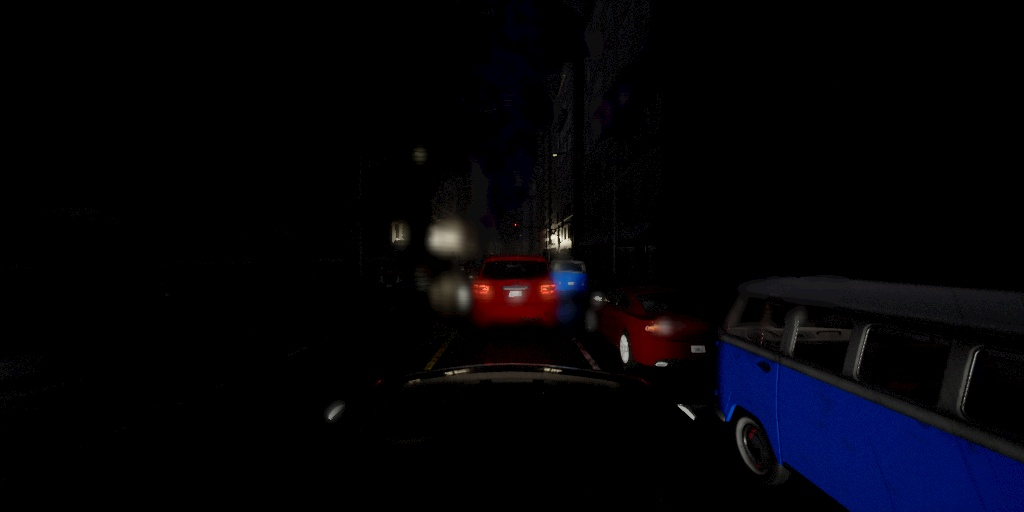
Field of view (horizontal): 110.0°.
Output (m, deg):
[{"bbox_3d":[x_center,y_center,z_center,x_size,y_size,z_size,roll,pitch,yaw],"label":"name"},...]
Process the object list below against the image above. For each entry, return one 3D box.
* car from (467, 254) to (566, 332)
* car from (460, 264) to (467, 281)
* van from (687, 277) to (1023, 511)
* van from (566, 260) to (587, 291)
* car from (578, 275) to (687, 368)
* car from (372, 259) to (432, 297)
[{"bbox_3d":[0.113,0.970,10.954,2.150,2.045,5.566,0,0,0],"label":"car"},{"bbox_3d":[-2.965,1.101,29.549,2.097,1.767,4.553,0,0,0],"label":"car"},{"bbox_3d":[2.856,1.091,2.072,1.690,1.789,3.998,0,0,0],"label":"van"},{"bbox_3d":[2.878,1.086,19.054,1.690,1.789,3.998,0,0,0],"label":"van"},{"bbox_3d":[2.863,1.294,7.733,1.888,1.381,4.507,0,0,0],"label":"car"},{"bbox_3d":[-5.647,1.060,19.025,2.192,1.841,5.009,0,0,0],"label":"car"}]
